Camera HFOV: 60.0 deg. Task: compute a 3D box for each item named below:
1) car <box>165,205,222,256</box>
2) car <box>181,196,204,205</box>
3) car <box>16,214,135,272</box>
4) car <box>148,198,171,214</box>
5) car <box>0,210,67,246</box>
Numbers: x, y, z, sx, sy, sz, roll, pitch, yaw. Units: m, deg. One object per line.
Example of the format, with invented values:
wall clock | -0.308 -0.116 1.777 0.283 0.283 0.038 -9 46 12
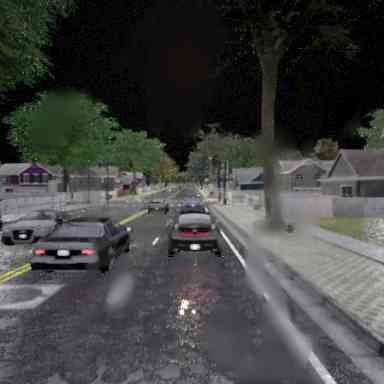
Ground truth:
car | 0.097 1.470 12.925 1.837 1.490 4.892 0 0 0
car | 0.091 1.164 30.901 2.097 1.767 4.553 0 1 0
car | -3.153 1.524 10.655 2.033 1.411 5.357 0 0 0
car | -3.160 1.286 32.365 2.128 1.511 4.902 0 1 0
car | -6.604 1.520 14.961 1.994 1.385 4.181 0 0 0
